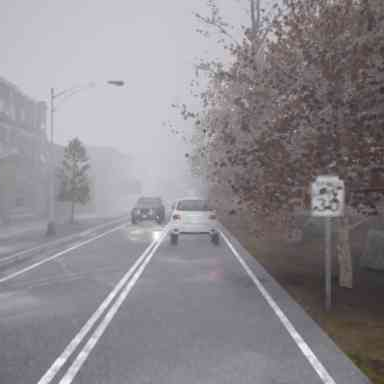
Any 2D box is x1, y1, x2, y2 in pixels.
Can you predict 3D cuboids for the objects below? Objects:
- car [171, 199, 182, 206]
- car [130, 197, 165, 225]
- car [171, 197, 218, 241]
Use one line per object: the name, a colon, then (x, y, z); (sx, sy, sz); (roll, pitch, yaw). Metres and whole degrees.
car: (-3.078, 2.088, 66.630); (1.812, 1.442, 4.674); (0, -1, 1)
car: (-3.308, 1.375, 25.989); (2.150, 2.045, 5.566); (0, -1, 0)
car: (0.118, 1.291, 17.131); (2.150, 2.045, 5.566); (0, 0, 0)
